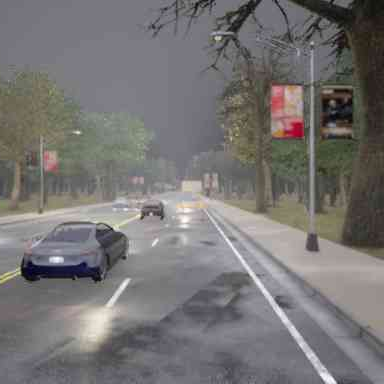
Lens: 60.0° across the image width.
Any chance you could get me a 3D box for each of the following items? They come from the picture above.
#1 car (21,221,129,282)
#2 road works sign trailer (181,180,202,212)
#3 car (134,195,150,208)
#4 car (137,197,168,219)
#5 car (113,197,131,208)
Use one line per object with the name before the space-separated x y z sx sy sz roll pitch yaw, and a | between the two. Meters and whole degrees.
car | -3.147 1.540 9.733 1.994 1.385 4.181 0 0 0
road works sign trailer | -0.024 0.405 37.486 2.380 3.560 2.880 0 0 0
car | -6.626 1.281 45.742 2.097 1.767 4.553 0 0 0
car | -3.160 1.457 28.118 1.837 1.490 4.892 0 0 0
car | -9.875 1.453 47.242 1.812 1.442 4.674 0 0 0
